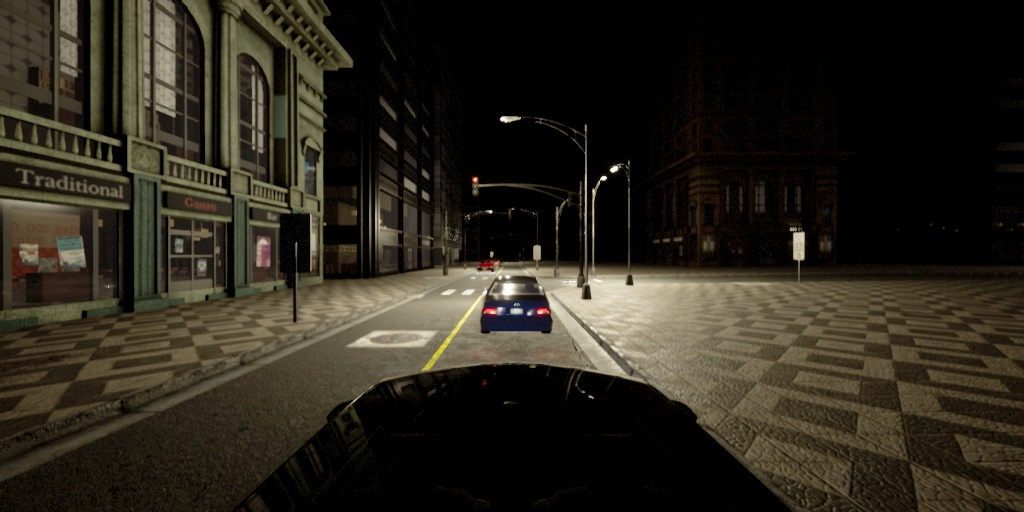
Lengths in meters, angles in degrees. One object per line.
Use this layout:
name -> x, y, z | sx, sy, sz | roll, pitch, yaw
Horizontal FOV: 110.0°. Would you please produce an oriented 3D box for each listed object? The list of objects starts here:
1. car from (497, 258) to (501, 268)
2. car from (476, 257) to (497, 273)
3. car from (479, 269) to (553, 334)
car -> -3.074, 1.039, 61.381 | 2.097, 1.767, 4.553 | 0, 0, 0
car -> -3.109, 1.228, 43.363 | 1.812, 1.442, 4.674 | 0, 0, 1
car -> 0.096, 1.287, 10.547 | 2.033, 1.411, 5.357 | 0, 0, 0
